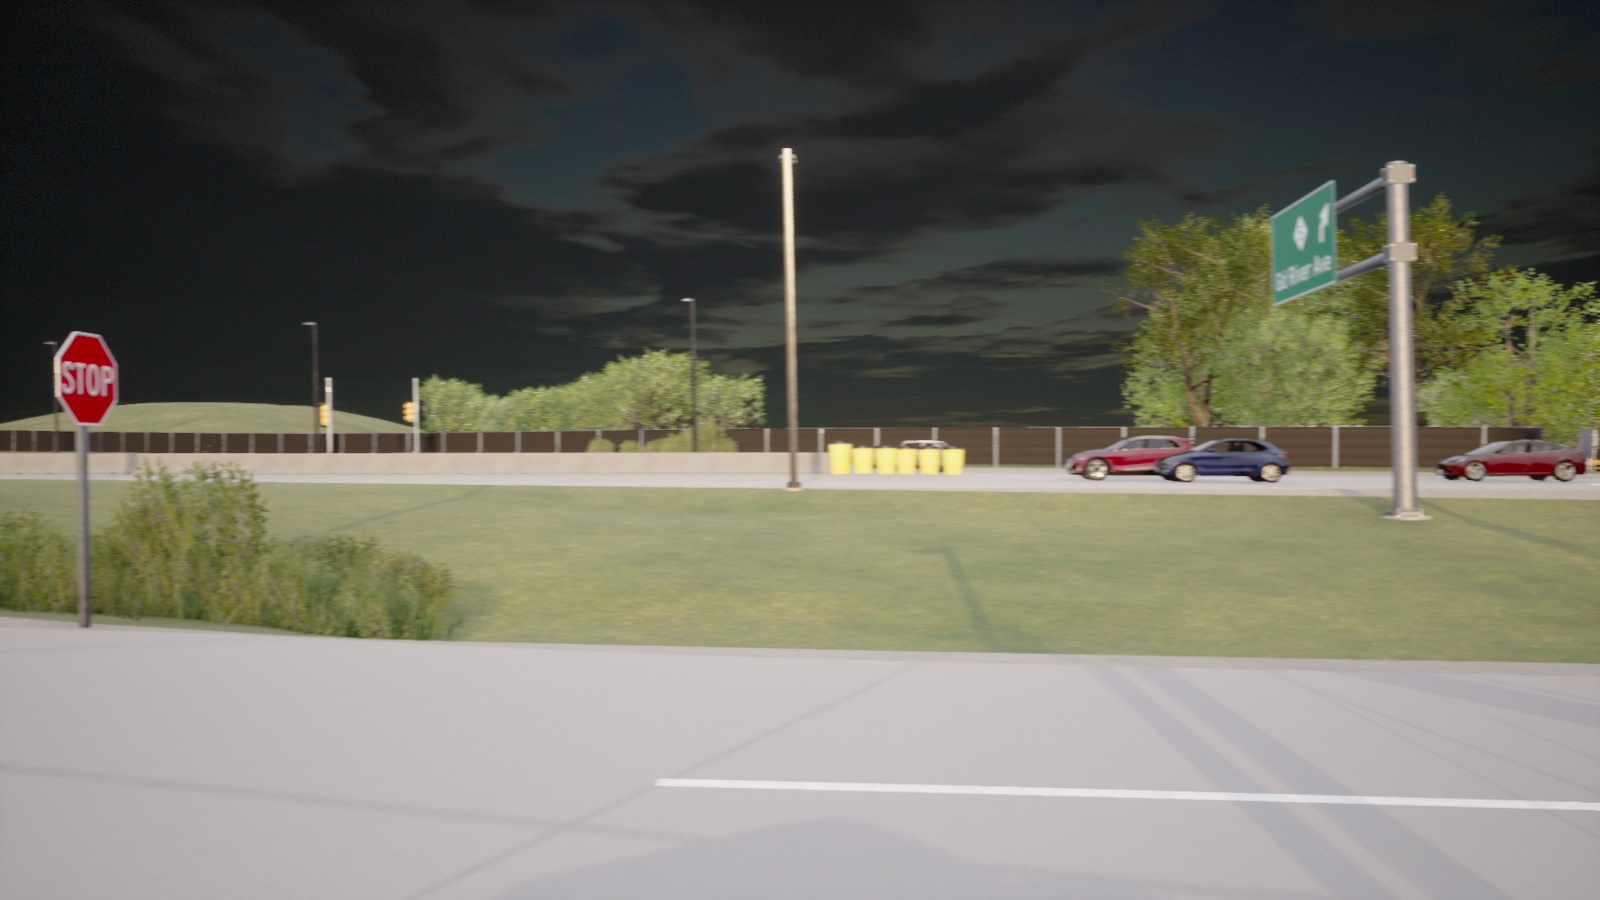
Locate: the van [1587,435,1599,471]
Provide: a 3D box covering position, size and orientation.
[{"bbox_3d":[45.663,0.117,69.065,2.069,2.038,4.480,-1,-1,3],"label":"van"}]

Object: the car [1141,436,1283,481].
[{"bbox_3d":[13.692,0.285,41.940,4.193,1.474,1.816,0,0,4],"label":"car"}]

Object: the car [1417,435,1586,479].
[{"bbox_3d":[24.882,0.254,44.702,4.792,1.488,2.163,0,0,4],"label":"car"}]

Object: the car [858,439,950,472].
[{"bbox_3d":[4.812,0.223,58.058,3.806,1.475,1.970,0,0,25],"label":"car"}]

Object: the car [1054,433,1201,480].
[{"bbox_3d":[11.818,0.234,45.573,4.856,1.649,2.033,0,0,4],"label":"car"}]
